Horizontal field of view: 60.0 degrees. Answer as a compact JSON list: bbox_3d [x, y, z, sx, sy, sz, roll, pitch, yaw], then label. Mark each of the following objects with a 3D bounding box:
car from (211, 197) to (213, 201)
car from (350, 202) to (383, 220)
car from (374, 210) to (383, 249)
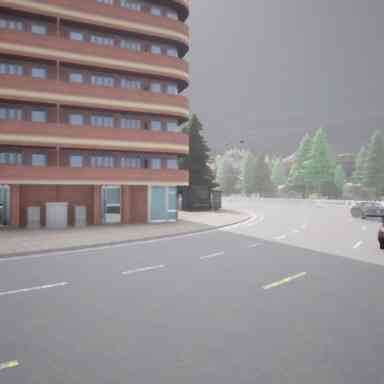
[{"bbox_3d":[3.056,1.601,67.104,2.033,1.411,5.357,0,0,-22],"label":"car"},{"bbox_3d":[14.884,1.563,28.069,2.033,1.411,5.357,0,0,12],"label":"car"},{"bbox_3d":[8.895,1.616,13.741,1.895,1.301,4.718,0,0,33],"label":"car"}]
